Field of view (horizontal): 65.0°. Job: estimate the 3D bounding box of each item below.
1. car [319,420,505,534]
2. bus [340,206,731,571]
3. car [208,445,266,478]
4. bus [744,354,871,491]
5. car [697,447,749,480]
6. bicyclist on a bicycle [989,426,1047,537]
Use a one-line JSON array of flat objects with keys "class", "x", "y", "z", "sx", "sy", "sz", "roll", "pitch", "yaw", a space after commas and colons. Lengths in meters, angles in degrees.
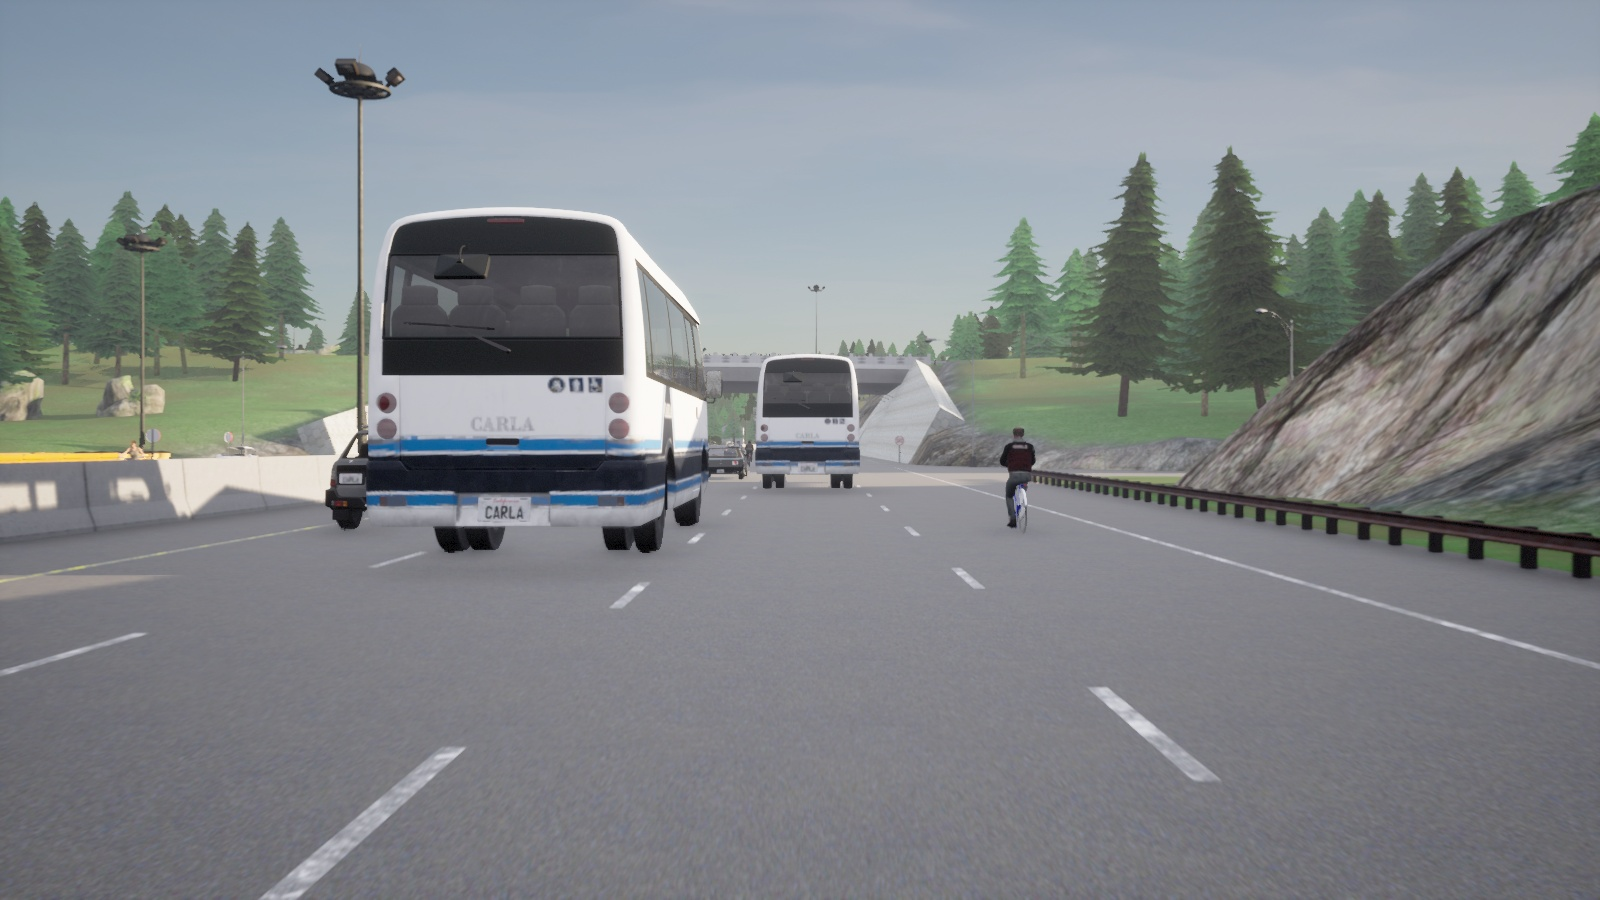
[{"class": "car", "x": -6.855, "y": 0.429, "z": 22.755, "sx": 1.932, "sy": 1.855, "sz": 4.605, "roll": 0, "pitch": 0, "yaw": 0}, {"class": "bus", "x": -3.371, "y": -0.744, "z": 19.788, "sx": 3.944, "sy": 4.253, "sz": 10.273, "roll": 0, "pitch": 0, "yaw": 0}, {"class": "car", "x": -24.178, "y": 0.476, "z": 54.001, "sx": 1.481, "sy": 1.376, "sz": 2.207, "roll": 0, "pitch": 0, "yaw": 0}, {"class": "bus", "x": 0.267, "y": -0.878, "z": 44.067, "sx": 3.944, "sy": 4.253, "sz": 10.273, "roll": 0, "pitch": 0, "yaw": 0}, {"class": "car", "x": -3.184, "y": 0.547, "z": 52.782, "sx": 1.895, "sy": 1.301, "sz": 4.718, "roll": 0, "pitch": 0, "yaw": 0}, {"class": "bicyclist on a bicycle", "x": 3.635, "y": 0.501, "z": 21.093, "sx": 0.659, "sy": 1.776, "sz": 1.843, "roll": 0, "pitch": 1, "yaw": 0}]
